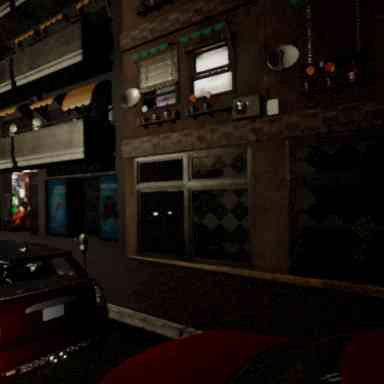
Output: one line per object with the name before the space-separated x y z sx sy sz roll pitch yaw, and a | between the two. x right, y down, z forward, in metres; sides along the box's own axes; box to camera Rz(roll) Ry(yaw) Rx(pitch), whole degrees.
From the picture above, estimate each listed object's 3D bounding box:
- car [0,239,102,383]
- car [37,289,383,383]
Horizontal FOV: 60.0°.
car | -3.206 1.442 5.045 4.097 1.590 1.967 0 -1 36
car | 1.291 1.545 1.823 4.507 1.381 1.887 0 -1 36
